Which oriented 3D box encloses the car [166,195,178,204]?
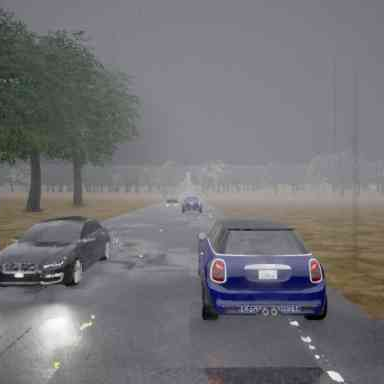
[{"bbox_3d":[-3.623,1.336,60.792,1.882,1.535,5.008,0,0,0],"label":"car"}]

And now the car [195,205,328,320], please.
[{"bbox_3d":[1.210,1.339,7.450,2.097,1.767,4.553,0,0,0],"label":"car"}]

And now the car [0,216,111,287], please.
[{"bbox_3d":[-3.619,1.489,9.379,1.837,1.490,4.892,0,0,0],"label":"car"}]

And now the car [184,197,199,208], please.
[{"bbox_3d":[-0.053,1.463,46.363,1.994,1.385,4.181,0,0,0],"label":"car"}]

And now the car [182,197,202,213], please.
[{"bbox_3d":[-0.001,1.278,36.209,2.097,1.767,4.553,0,0,0],"label":"car"}]
